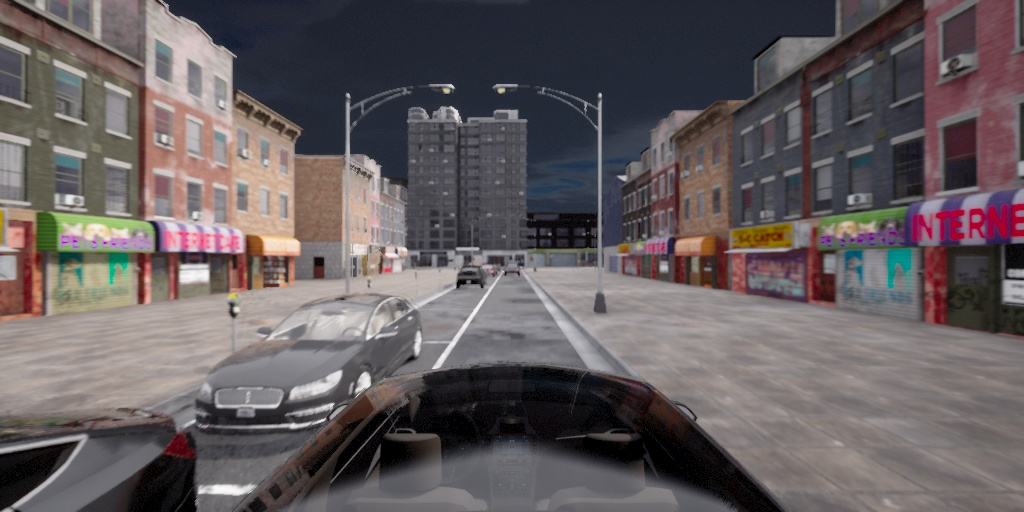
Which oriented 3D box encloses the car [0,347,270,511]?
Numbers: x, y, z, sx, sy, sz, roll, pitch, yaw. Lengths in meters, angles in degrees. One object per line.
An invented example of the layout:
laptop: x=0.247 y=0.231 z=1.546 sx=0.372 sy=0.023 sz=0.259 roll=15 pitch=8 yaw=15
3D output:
car: x=-2.637 y=1.307 z=0.281 sx=1.948 sy=1.339 sz=4.313 roll=0 pitch=0 yaw=0

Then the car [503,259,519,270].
car: x=-0.217 y=1.470 z=61.094 sx=2.097 sy=1.767 sz=4.553 roll=0 pitch=0 yaw=-8

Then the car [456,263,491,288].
car: x=-2.746 y=1.400 z=25.088 sx=1.837 sy=1.490 sz=4.892 roll=0 pitch=0 yaw=0

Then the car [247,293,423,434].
car: x=-2.637 y=1.325 z=5.733 sx=2.007 sy=1.370 sz=4.403 roll=0 pitch=0 yaw=0

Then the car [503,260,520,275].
car: x=0.036 y=1.552 z=42.988 sx=2.033 sy=1.411 sz=5.357 roll=0 pitch=0 yaw=1

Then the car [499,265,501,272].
car: x=-2.631 y=1.576 z=43.897 sx=1.948 sy=1.339 sz=4.313 roll=0 pitch=0 yaw=0

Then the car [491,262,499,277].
car: x=-2.632 y=1.559 z=38.445 sx=1.802 sy=1.307 sz=4.207 roll=0 pitch=0 yaw=0
